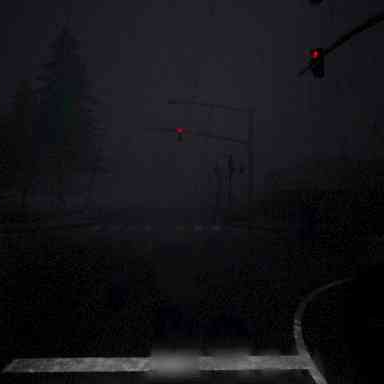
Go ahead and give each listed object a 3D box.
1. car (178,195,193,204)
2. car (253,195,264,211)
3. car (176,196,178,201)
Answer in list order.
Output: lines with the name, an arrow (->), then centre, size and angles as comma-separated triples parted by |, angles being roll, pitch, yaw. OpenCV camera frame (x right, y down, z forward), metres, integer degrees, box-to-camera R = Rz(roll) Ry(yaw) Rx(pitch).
car -> -0.873, 1.518, 60.836 | 2.033, 1.411, 5.357 | 0, 0, -7
car -> 8.887, 1.144, 36.211 | 4.605, 1.855, 1.932 | 0, 0, -1
car -> -2.161, 1.327, 71.021 | 1.812, 1.442, 4.674 | 0, 0, -13
